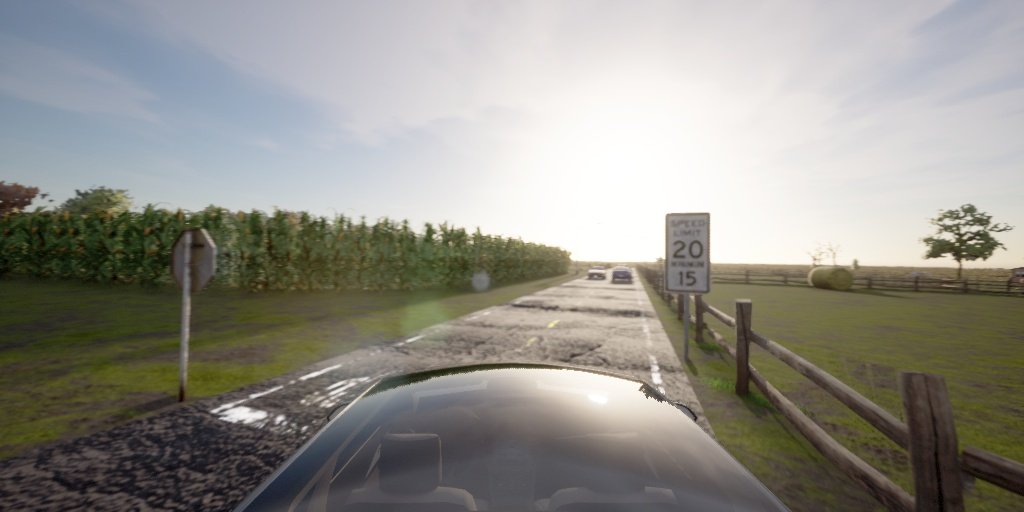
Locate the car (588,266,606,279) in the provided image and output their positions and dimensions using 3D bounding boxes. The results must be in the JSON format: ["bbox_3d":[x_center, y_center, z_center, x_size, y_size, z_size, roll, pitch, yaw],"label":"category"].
[{"bbox_3d":[10.111,1.941,42.303,2.033,1.411,5.357,1,-1,18],"label":"car"}]

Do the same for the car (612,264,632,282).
[{"bbox_3d":[11.565,1.836,37.770,1.882,1.535,5.008,1,-1,19],"label":"car"}]
